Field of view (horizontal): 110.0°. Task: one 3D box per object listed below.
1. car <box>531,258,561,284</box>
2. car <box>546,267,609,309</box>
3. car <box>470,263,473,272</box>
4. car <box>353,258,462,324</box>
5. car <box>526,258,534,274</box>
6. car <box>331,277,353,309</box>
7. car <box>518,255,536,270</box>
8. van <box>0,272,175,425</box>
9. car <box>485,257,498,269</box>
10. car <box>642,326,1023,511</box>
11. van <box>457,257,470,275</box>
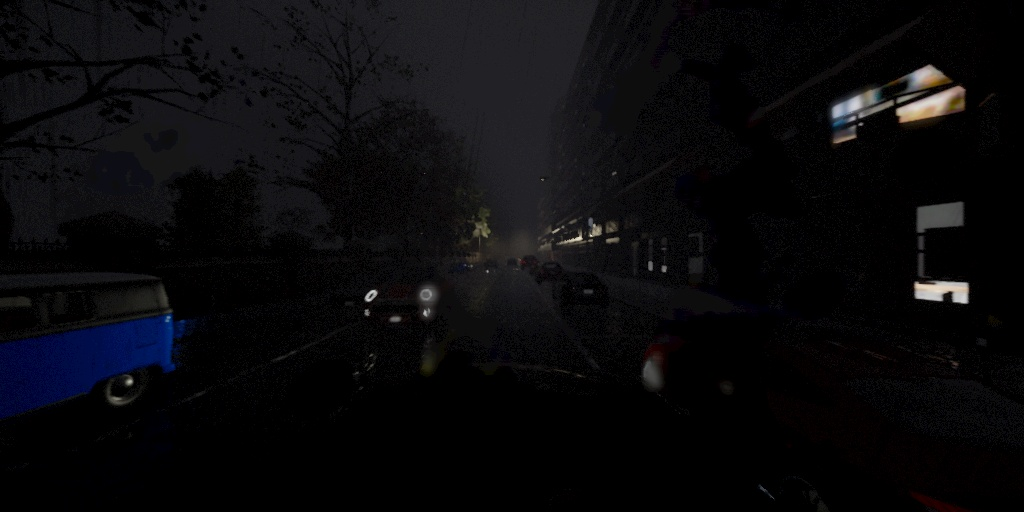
[{"bbox_3d":[2.695,1.148,25.976,1.967,1.591,4.097,0,0,0],"label":"car"},{"bbox_3d":[2.693,1.292,14.717,1.948,1.339,4.313,0,0,0],"label":"car"},{"bbox_3d":[-5.683,1.272,42.868,1.802,1.307,4.207,0,0,0],"label":"car"},{"bbox_3d":[-3.098,1.083,11.767,2.097,1.767,4.553,0,0,0],"label":"car"},{"bbox_3d":[2.697,1.221,37.407,1.751,1.417,4.829,0,0,0],"label":"car"},{"bbox_3d":[-5.688,1.291,14.718,1.948,1.339,4.313,0,0,0],"label":"car"},{"bbox_3d":[2.401,0.912,50.918,2.150,2.045,5.566,0,0,0],"label":"car"},{"bbox_3d":[-5.689,1.087,3.458,1.690,1.789,3.998,0,0,0],"label":"van"},{"bbox_3d":[-3.058,1.172,54.156,2.128,1.511,4.902,0,0,0],"label":"car"},{"bbox_3d":[2.691,1.329,3.457,1.802,1.307,4.207,0,0,0],"label":"car"},{"bbox_3d":[-5.683,1.036,37.238,1.690,1.789,3.998,0,0,0],"label":"van"}]
